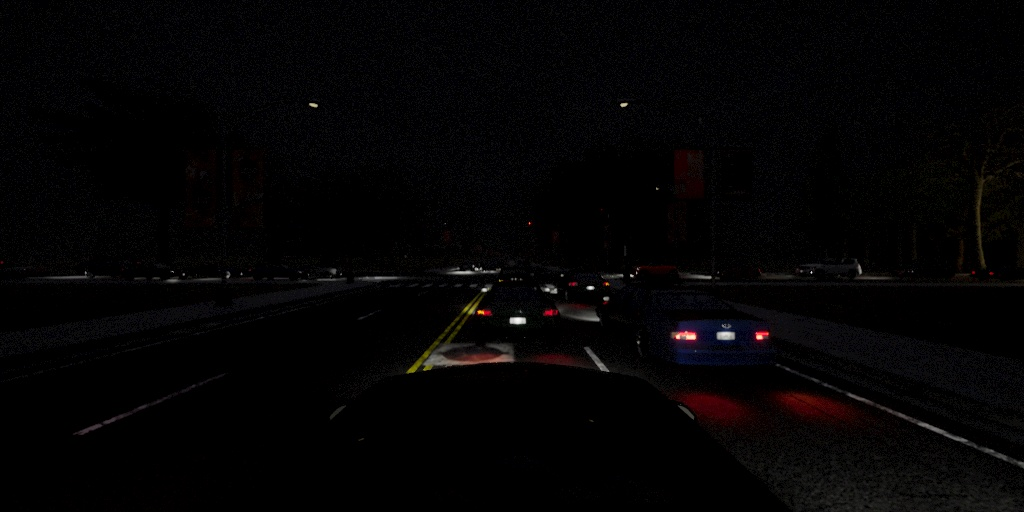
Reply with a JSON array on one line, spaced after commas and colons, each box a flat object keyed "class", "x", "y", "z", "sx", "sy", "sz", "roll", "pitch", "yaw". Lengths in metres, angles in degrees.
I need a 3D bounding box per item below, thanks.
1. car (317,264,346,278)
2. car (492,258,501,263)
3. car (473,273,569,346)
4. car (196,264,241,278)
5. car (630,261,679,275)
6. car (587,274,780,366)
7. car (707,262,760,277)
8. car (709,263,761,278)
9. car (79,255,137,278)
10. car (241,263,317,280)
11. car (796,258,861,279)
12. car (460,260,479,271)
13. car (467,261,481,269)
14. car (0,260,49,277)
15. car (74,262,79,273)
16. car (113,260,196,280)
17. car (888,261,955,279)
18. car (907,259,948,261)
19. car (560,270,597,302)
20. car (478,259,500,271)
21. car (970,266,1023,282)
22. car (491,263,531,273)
[{"class": "car", "x": -18.075, "y": 1.382, "z": 33.236, "sx": 4.718, "sy": 1.301, "sz": 1.895, "roll": 0, "pitch": 0, "yaw": -1}, {"class": "car", "x": -3.295, "y": 1.513, "z": 62.666, "sx": 1.837, "sy": 1.490, "sz": 4.892, "roll": 0, "pitch": 0, "yaw": 0}, {"class": "car", "x": 0.107, "y": 1.324, "z": 9.494, "sx": 1.994, "sy": 1.385, "sz": 4.181, "roll": 0, "pitch": 0, "yaw": 0}, {"class": "car", "x": -27.217, "y": 1.349, "z": 33.151, "sx": 4.718, "sy": 1.301, "sz": 1.895, "roll": 0, "pitch": 0, "yaw": -1}, {"class": "car", "x": 14.601, "y": 1.283, "z": 36.897, "sx": 4.553, "sy": 1.767, "sz": 2.097, "roll": 0, "pitch": 0, "yaw": -1}, {"class": "car", "x": 3.354, "y": 1.306, "z": 8.145, "sx": 2.033, "sy": 1.411, "sz": 5.357, "roll": 0, "pitch": 0, "yaw": 0}, {"class": "car", "x": 24.806, "y": 1.495, "z": 40.237, "sx": 4.892, "sy": 1.490, "sz": 1.837, "roll": 0, "pitch": 0, "yaw": -1}, {"class": "car", "x": 23.235, "y": 1.539, "z": 36.991, "sx": 4.181, "sy": 1.385, "sz": 1.994, "roll": 0, "pitch": 0, "yaw": -2}, {"class": "car", "x": -36.177, "y": 1.071, "z": 33.073, "sx": 4.553, "sy": 1.767, "sz": 2.097, "roll": 0, "pitch": 0, "yaw": 0}, {"class": "car", "x": -19.388, "y": 1.295, "z": 29.983, "sx": 4.674, "sy": 1.442, "sz": 1.812, "roll": 0, "pitch": 0, "yaw": -2}, {"class": "car", "x": 32.677, "y": 1.248, "z": 37.046, "sx": 5.566, "sy": 2.045, "sz": 2.150, "roll": 0, "pitch": 0, "yaw": 0}, {"class": "car", "x": -6.572, "y": 1.434, "z": 53.060, "sx": 2.128, "sy": 1.511, "sz": 4.902, "roll": 0, "pitch": 0, "yaw": 0}, {"class": "car", "x": -6.548, "y": 1.566, "z": 61.981, "sx": 1.994, "sy": 1.385, "sz": 4.181, "roll": 0, "pitch": 0, "yaw": 0}, {"class": "car", "x": -46.027, "y": 1.294, "z": 33.006, "sx": 4.718, "sy": 1.301, "sz": 1.895, "roll": 0, "pitch": 0, "yaw": 0}, {"class": "car", "x": -44.689, "y": 0.932, "z": 39.684, "sx": 5.566, "sy": 2.045, "sz": 2.150, "roll": 0, "pitch": 0, "yaw": -1}, {"class": "car", "x": -29.711, "y": 1.258, "z": 29.877, "sx": 4.674, "sy": 1.442, "sz": 1.812, "roll": 0, "pitch": 0, "yaw": -1}, {"class": "car", "x": 42.660, "y": 1.585, "z": 37.096, "sx": 4.902, "sy": 1.511, "sz": 2.128, "roll": 0, "pitch": 0, "yaw": 0}, {"class": "car", "x": 45.927, "y": 1.347, "z": 40.345, "sx": 5.566, "sy": 2.045, "sz": 2.150, "roll": 0, "pitch": 0, "yaw": 0}, {"class": "car", "x": 3.358, "y": 1.348, "z": 17.388, "sx": 1.994, "sy": 1.385, "sz": 4.181, "roll": 0, "pitch": 0, "yaw": 0}, {"class": "car", "x": -3.323, "y": 1.490, "z": 53.072, "sx": 2.033, "sy": 1.411, "sz": 5.357, "roll": 0, "pitch": 0, "yaw": 0}, {"class": "car", "x": 46.598, "y": 1.663, "z": 33.706, "sx": 5.357, "sy": 1.411, "sz": 2.033, "roll": 0, "pitch": 0, "yaw": -1}, {"class": "car", "x": 0.100, "y": 1.292, "z": 18.400, "sx": 1.837, "sy": 1.490, "sz": 4.892, "roll": 0, "pitch": 0, "yaw": 0}]
